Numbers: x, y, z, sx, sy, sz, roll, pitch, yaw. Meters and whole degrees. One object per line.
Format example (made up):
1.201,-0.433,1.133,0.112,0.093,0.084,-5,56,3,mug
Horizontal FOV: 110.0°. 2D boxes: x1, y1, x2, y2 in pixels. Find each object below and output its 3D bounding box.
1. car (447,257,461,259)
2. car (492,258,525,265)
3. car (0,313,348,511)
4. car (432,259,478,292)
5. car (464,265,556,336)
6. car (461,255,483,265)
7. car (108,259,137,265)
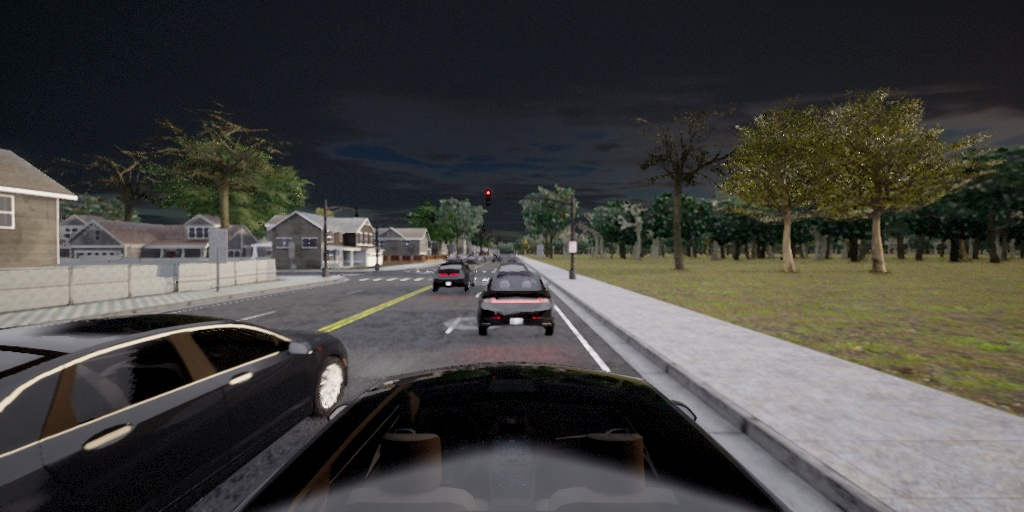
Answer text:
-9.791,0.797,59.153,2.033,1.411,5.357,0,1,1,car
0.032,1.078,19.534,1.882,1.535,5.008,0,0,1,car
-3.149,1.245,2.970,1.837,1.490,4.892,0,1,0,car
-3.140,1.100,19.933,1.837,1.490,4.892,0,0,-1,car
0.101,1.171,10.132,2.128,1.511,4.902,0,0,0,car
-6.540,0.796,59.153,2.033,1.411,5.357,0,1,1,car
-34.168,1.027,31.739,5.008,1.535,1.882,0,0,0,car
